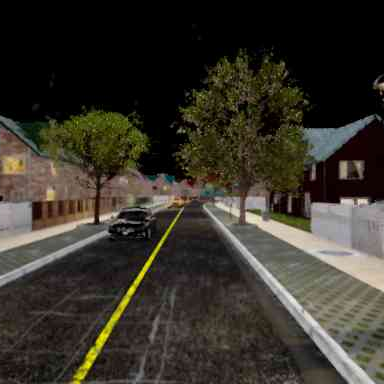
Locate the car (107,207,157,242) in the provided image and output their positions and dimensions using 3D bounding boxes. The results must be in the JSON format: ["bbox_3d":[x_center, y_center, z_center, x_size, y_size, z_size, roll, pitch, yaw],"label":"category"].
[{"bbox_3d":[-2.850,1.524,16.642,1.837,1.490,4.892,0,0,0],"label":"car"}]

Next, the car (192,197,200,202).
[{"bbox_3d":[1.106,2.200,94.468,1.837,1.490,4.892,0,-1,9],"label":"car"}]

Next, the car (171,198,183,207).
[{"bbox_3d":[-2.634,1.732,58.128,1.882,1.535,5.008,0,0,2],"label":"car"}]
